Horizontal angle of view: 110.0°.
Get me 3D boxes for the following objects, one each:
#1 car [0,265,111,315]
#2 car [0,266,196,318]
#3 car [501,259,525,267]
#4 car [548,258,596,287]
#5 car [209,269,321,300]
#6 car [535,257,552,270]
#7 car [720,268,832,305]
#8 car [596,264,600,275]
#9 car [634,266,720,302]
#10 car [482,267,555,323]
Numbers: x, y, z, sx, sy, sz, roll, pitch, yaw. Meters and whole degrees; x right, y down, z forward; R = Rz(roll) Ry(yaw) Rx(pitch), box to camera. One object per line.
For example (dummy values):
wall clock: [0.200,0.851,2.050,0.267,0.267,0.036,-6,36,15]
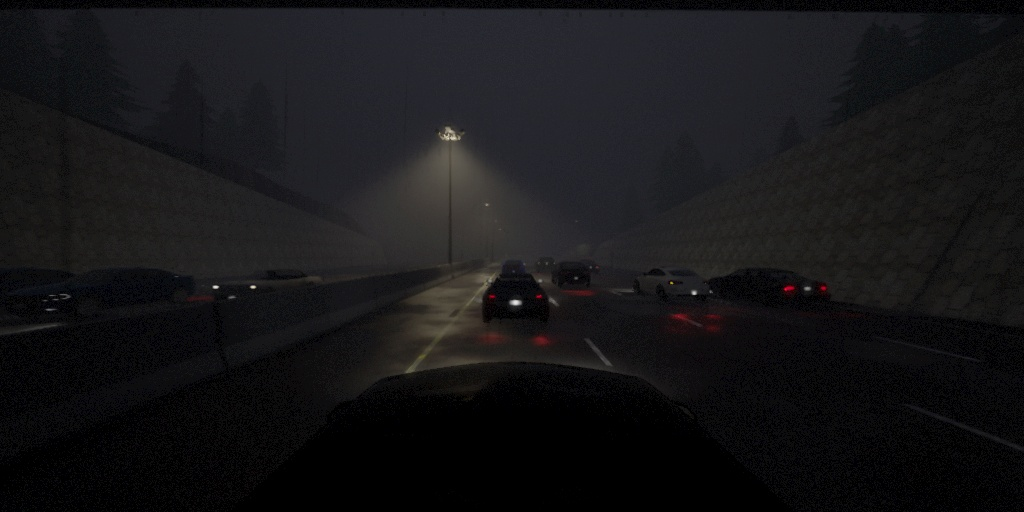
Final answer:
car: [-17.564,1.145,12.355,1.882,1.535,5.008,0,0,0]
car: [-14.062,1.144,12.745,1.882,1.535,5.008,0,0,0]
car: [0.124,1.025,30.407,1.882,1.535,5.008,0,0,0]
car: [3.618,1.081,22.659,1.882,1.535,5.008,0,0,0]
car: [-10.541,1.247,15.783,1.895,1.301,4.718,0,0,1]
car: [3.634,0.837,39.361,2.097,1.767,4.553,0,0,0]
car: [10.611,1.205,15.377,2.033,1.411,5.357,0,0,0]
car: [7.130,1.065,35.006,2.033,1.411,5.357,0,0,0]
car: [7.108,1.175,16.293,1.812,1.442,4.674,0,1,0]
car: [0.108,1.242,11.877,1.994,1.385,4.181,0,0,0]
